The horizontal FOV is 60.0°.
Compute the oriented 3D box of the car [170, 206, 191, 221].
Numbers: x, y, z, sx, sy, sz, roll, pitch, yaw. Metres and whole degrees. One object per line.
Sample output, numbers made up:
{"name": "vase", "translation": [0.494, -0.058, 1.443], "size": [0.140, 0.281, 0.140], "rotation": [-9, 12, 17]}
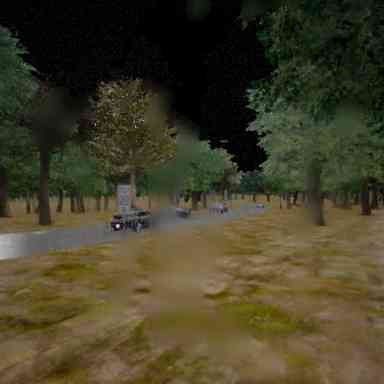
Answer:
{"name": "car", "translation": [-1.820, 2.270, 35.751], "size": [2.033, 1.411, 5.357], "rotation": [1, -1, 22]}

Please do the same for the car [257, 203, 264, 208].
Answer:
{"name": "car", "translation": [18.451, 3.671, 89.404], "size": [1.994, 1.385, 4.181], "rotation": [1, -1, 12]}

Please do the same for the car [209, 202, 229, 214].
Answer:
{"name": "car", "translation": [4.164, 2.350, 51.131], "size": [2.097, 1.767, 4.553], "rotation": [1, -1, 20]}

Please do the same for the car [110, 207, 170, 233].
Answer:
{"name": "car", "translation": [-3.724, 1.956, 23.385], "size": [1.837, 1.490, 4.892], "rotation": [1, -1, 24]}
